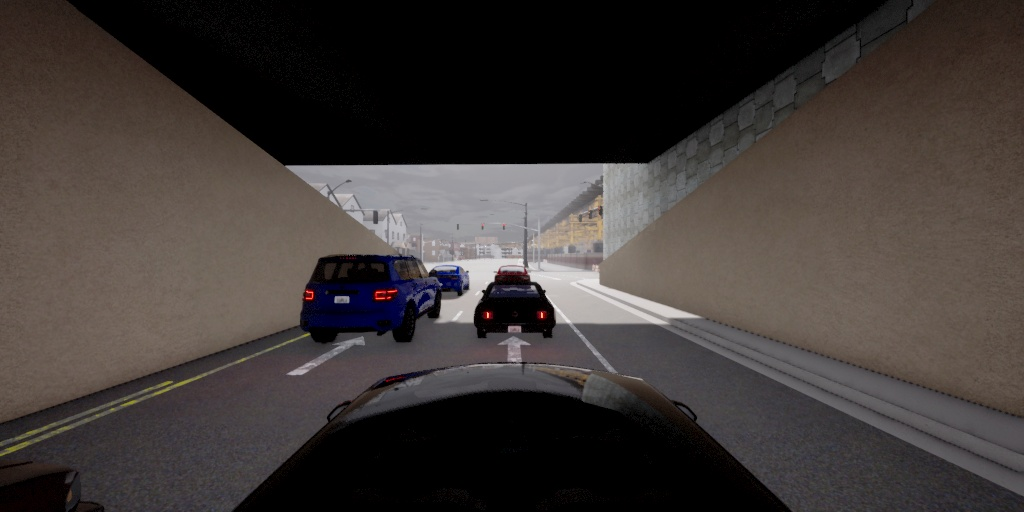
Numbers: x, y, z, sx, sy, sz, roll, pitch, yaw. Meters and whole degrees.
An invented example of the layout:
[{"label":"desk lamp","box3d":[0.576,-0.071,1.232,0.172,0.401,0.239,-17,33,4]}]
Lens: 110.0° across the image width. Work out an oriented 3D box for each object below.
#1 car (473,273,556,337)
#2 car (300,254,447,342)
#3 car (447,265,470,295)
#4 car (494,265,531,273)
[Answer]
[{"label":"car","box3d":[0.056,1.351,10.240,1.895,1.301,4.718,0,0,0]},{"label":"car","box3d":[-3.439,0.971,9.889,2.150,2.045,5.566,0,0,0]},{"label":"car","box3d":[-3.490,1.228,19.827,1.882,1.535,5.008,0,0,0]},{"label":"car","box3d":[0.011,1.228,19.576,1.882,1.535,5.008,0,0,0]}]
